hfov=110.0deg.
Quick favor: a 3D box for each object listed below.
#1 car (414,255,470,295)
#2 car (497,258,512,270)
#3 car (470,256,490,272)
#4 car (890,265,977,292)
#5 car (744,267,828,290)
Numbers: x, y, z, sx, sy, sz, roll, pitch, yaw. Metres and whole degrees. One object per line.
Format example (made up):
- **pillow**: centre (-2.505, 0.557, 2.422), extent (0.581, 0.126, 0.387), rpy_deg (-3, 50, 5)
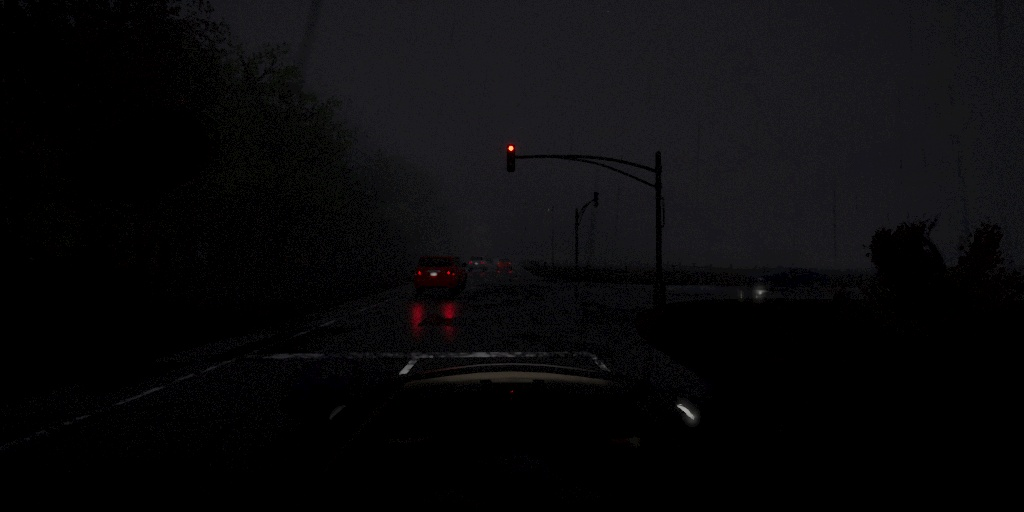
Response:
- **car**: centre (-3.831, 0.977, 19.916), extent (2.150, 2.045, 5.566), rpy_deg (0, 0, -1)
- **car**: centre (-1.139, 1.111, 54.103), extent (2.097, 1.767, 4.553), rpy_deg (0, 0, -1)
- **car**: centre (-4.477, 0.981, 47.528), extent (2.150, 2.045, 5.566), rpy_deg (0, 0, -1)
- **car**: centre (28.852, 1.480, 24.665), extent (4.553, 1.767, 2.097), rpy_deg (1, -1, -1)
- **car**: centre (18.580, 1.494, 24.468), extent (5.008, 1.535, 1.882), rpy_deg (1, -1, -1)
